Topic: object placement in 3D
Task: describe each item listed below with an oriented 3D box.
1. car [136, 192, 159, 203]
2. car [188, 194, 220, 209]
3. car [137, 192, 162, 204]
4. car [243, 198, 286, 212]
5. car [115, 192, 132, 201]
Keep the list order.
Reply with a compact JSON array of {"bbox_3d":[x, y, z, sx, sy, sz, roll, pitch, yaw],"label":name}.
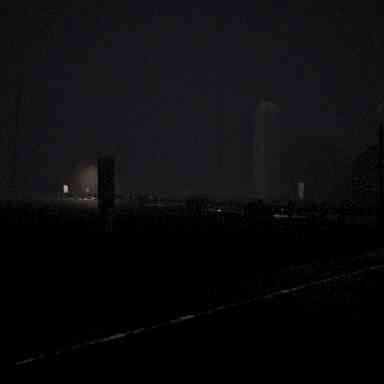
[{"bbox_3d":[-7.842,0.849,58.060,2.097,1.767,4.553,-1,1,-35],"label":"car"},{"bbox_3d":[1.319,1.062,40.433,2.097,1.767,4.553,-1,1,-36],"label":"car"},{"bbox_3d":[-6.542,0.934,51.354,2.097,1.767,4.553,-1,1,-36],"label":"car"},{"bbox_3d":[6.979,1.326,32.591,1.812,1.442,4.674,-1,1,-35],"label":"car"},{"bbox_3d":[-13.623,0.752,66.004,2.097,1.767,4.553,-1,1,-36],"label":"car"}]
